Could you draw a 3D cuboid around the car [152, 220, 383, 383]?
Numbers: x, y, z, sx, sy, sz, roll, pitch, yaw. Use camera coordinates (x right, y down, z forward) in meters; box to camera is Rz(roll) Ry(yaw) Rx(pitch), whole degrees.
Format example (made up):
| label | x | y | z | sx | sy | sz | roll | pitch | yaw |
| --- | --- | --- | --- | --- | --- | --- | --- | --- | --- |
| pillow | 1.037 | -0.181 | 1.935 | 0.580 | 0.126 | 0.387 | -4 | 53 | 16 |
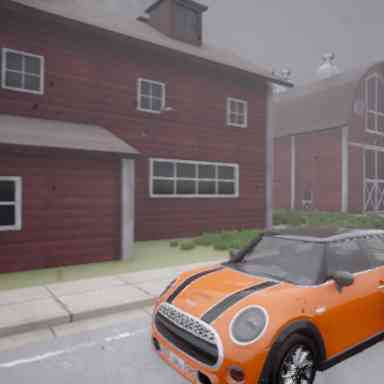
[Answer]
| label | x | y | z | sx | sy | sz | roll | pitch | yaw |
| --- | --- | --- | --- | --- | --- | --- | --- | --- | --- |
| car | 1.662 | 1.380 | 5.159 | 4.553 | 1.767 | 2.097 | 0 | 0 | -35 |
